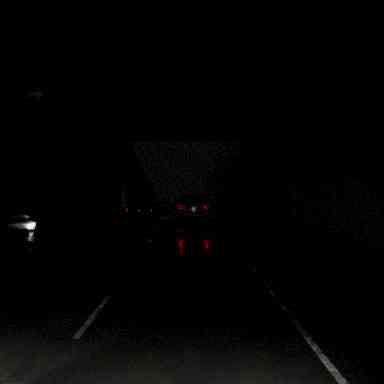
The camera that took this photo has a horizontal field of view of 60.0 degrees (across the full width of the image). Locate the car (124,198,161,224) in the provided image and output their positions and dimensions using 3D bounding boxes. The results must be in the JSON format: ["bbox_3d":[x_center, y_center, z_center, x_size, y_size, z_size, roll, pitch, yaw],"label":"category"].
[{"bbox_3d":[-3.400,1.200,23.558,2.097,1.767,4.553,0,0,0],"label":"car"}]

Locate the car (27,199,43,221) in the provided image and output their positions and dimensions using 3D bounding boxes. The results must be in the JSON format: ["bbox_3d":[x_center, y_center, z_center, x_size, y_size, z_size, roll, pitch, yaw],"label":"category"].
[{"bbox_3d":[-10.600,1.403,25.028,1.994,1.385,4.181,0,0,0],"label":"car"}]

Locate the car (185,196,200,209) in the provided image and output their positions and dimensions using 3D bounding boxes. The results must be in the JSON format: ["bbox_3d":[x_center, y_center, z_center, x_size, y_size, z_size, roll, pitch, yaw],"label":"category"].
[{"bbox_3d":[0.098,1.256,41.903,1.812,1.442,4.674,0,1,0],"label":"car"}]

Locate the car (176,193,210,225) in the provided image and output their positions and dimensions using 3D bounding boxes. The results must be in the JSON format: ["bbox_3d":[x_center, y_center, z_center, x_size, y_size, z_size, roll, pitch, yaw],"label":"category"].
[{"bbox_3d":[0.099,1.074,23.022,2.150,2.045,5.566,0,0,0],"label":"car"}]
